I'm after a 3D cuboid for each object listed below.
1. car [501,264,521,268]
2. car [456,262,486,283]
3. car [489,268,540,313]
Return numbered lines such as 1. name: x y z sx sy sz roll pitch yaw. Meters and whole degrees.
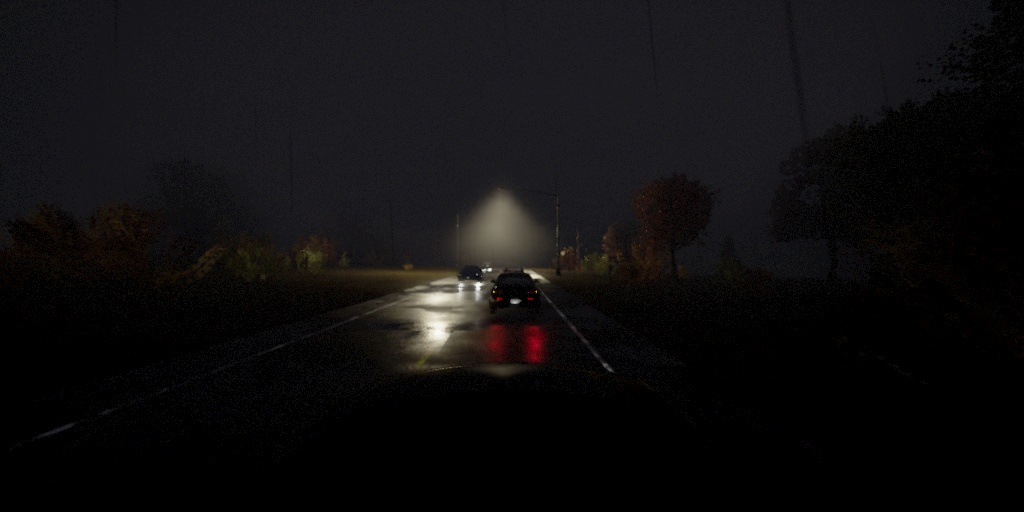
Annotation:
1. car: 0.141 1.579 31.267 1.895 1.301 4.718 0 0 0
2. car: -3.556 1.505 31.411 1.812 1.442 4.674 0 0 0
3. car: 0.109 1.371 14.319 1.812 1.442 4.674 0 0 0
